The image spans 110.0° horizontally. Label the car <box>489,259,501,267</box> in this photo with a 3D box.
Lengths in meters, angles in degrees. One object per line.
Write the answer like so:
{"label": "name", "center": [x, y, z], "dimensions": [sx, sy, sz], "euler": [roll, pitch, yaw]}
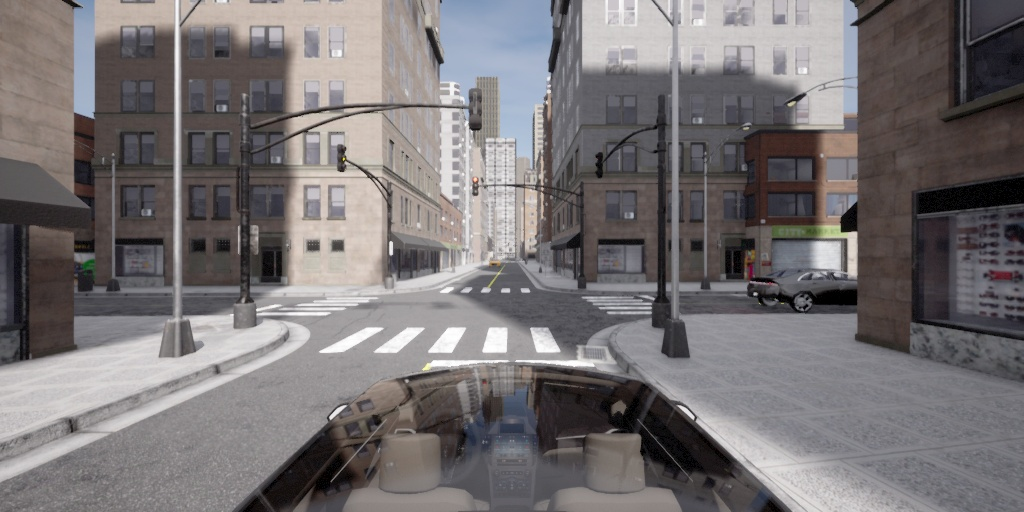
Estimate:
{"label": "car", "center": [-2.993, 1.195, 62.949], "dimensions": [1.882, 1.535, 5.008], "euler": [0, 0, 0]}

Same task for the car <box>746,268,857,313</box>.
{"label": "car", "center": [11.429, 1.207, 13.264], "dimensions": [4.902, 1.511, 2.128], "euler": [0, 0, 0]}
